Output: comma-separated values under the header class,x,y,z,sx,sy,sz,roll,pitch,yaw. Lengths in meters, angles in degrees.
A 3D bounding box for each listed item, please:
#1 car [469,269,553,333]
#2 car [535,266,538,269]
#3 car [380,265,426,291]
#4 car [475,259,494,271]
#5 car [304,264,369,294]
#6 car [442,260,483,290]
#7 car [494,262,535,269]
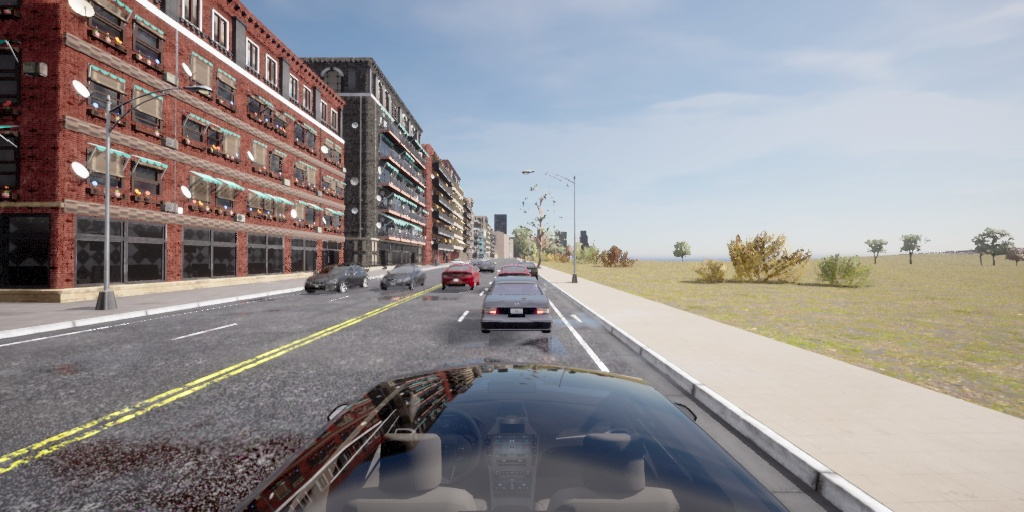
class,x,y,z,sx,sy,sz,roll,pitch,yaw
car,0.110,1.299,10.665,2.033,1.411,5.357,0,0,0
car,1.175,1.232,30.644,1.882,1.535,5.008,0,0,0
car,-6.561,1.279,22.126,1.812,1.442,4.674,0,0,0
car,-3.094,1.317,44.094,1.994,1.385,4.181,0,0,0
car,-9.827,1.258,20.478,1.837,1.490,4.892,0,0,0
car,-3.123,1.231,22.567,1.882,1.535,5.008,0,0,0
car,0.128,1.231,21.205,1.882,1.535,5.008,0,0,0
